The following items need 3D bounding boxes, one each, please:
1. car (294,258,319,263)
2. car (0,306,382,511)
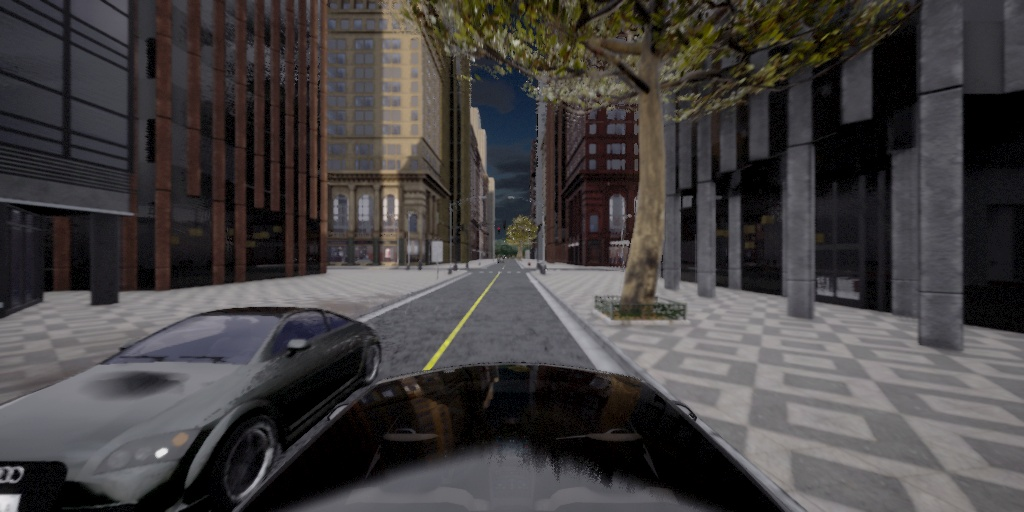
[{"bbox_3d":[-27.236,0.979,47.859,4.553,1.767,2.097,0,0,0],"label":"car"},{"bbox_3d":[-3.098,1.314,4.145,1.994,1.385,4.181,0,0,0],"label":"car"}]
